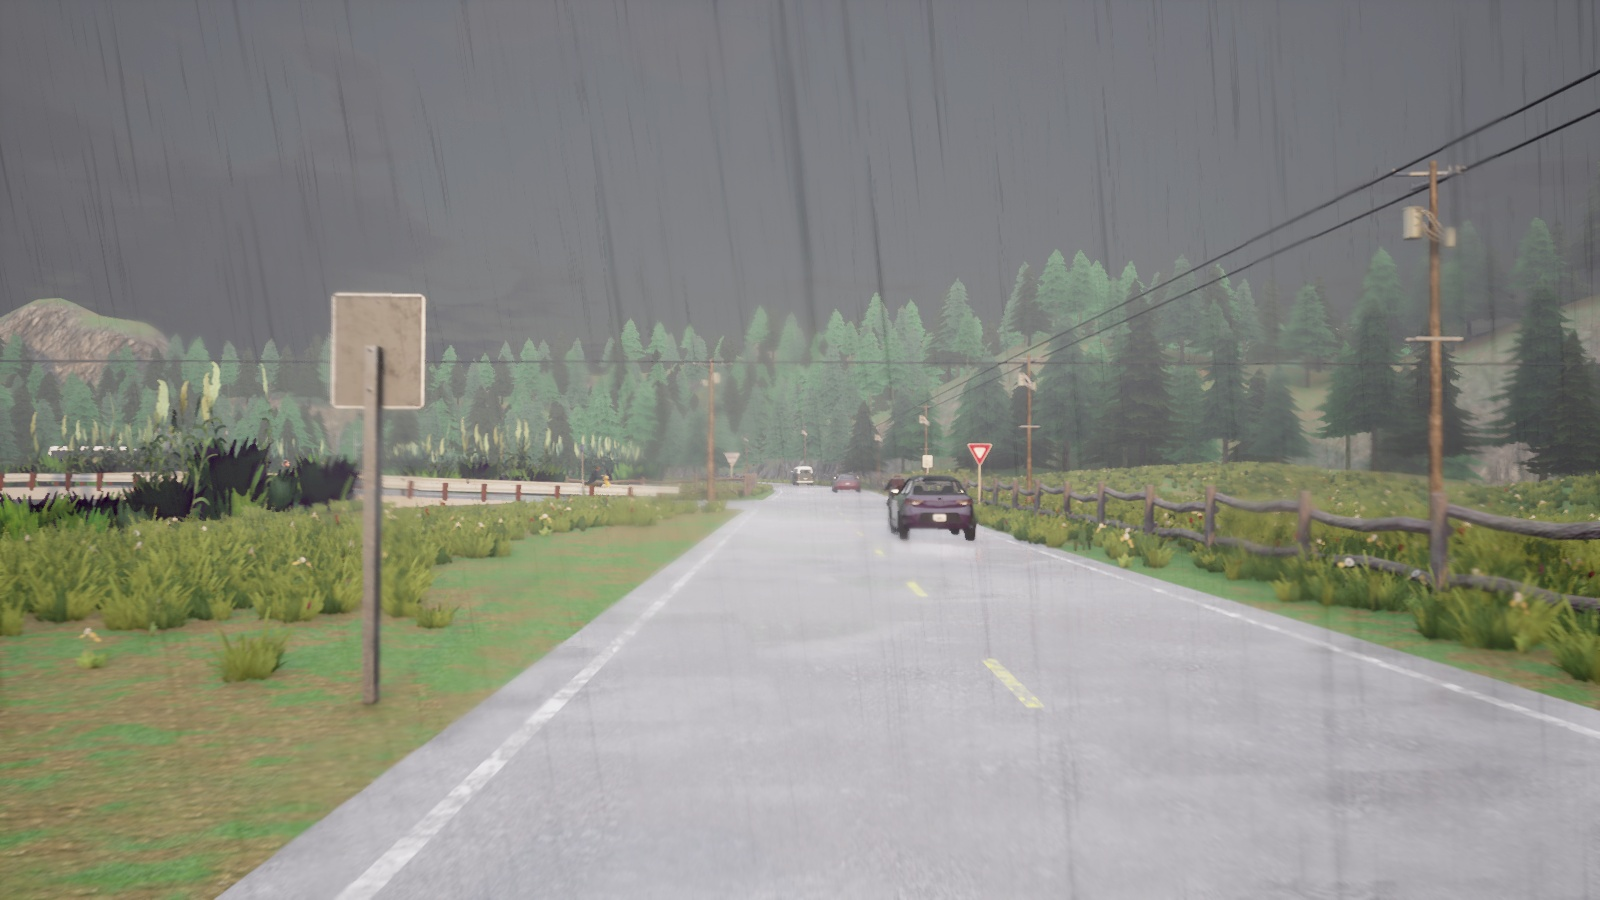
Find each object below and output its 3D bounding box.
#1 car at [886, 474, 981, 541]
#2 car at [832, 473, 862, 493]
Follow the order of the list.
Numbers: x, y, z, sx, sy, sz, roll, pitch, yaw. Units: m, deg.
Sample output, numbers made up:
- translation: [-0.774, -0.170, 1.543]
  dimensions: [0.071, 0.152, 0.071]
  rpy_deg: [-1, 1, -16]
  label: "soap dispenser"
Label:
- translation: [3.126, 1.321, 30.202]
  dimensions: [1.816, 1.474, 4.193]
  rpy_deg: [0, -1, 0]
  label: "car"
- translation: [3.449, 2.417, 92.712]
  dimensions: [1.994, 1.385, 4.181]
  rpy_deg: [0, -1, 0]
  label: "car"
